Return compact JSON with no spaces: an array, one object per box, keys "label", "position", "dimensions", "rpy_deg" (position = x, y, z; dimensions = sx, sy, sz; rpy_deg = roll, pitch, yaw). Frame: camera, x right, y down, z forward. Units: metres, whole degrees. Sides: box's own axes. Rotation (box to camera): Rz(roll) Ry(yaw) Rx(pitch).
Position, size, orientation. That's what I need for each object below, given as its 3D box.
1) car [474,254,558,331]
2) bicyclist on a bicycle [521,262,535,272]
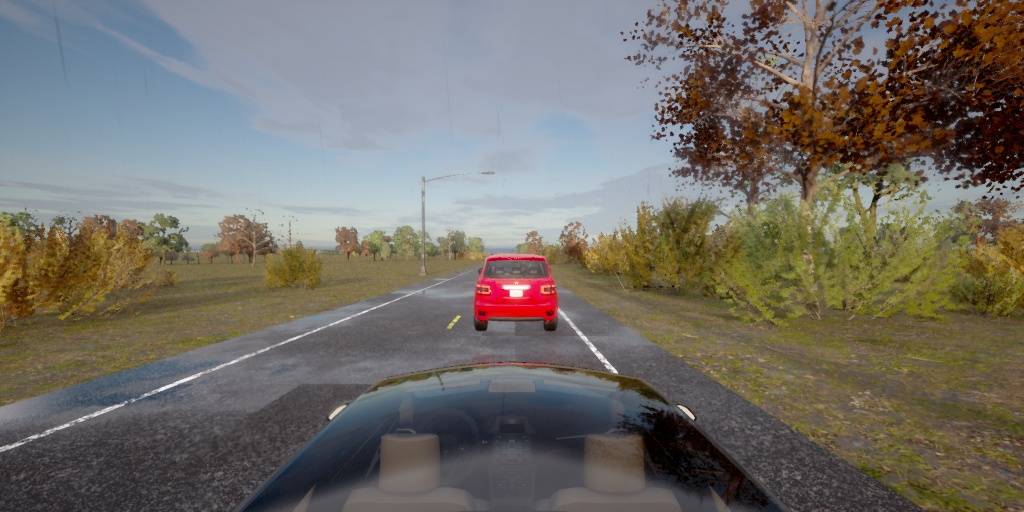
[{"label":"car","position":[0.093,0.968,11.091],"dimensions":[2.150,2.045,5.566],"rpy_deg":[0,0,0]},{"label":"bicyclist on a bicycle","position":[0.945,1.114,18.797],"dimensions":[0.659,1.776,1.843],"rpy_deg":[0,0,0]}]
